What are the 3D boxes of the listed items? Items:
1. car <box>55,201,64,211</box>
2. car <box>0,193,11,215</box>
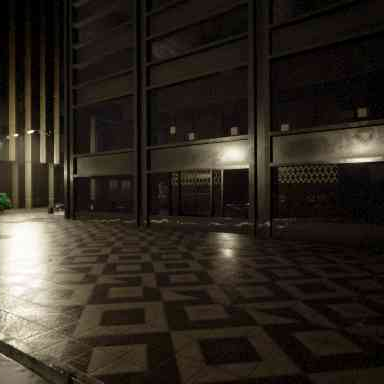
[{"bbox_3d":[-13.404,1.326,38.607,1.882,1.535,5.008,0,0,35],"label":"car"},{"bbox_3d":[-19.424,1.113,30.076,2.150,2.045,5.566,0,0,37],"label":"car"}]
